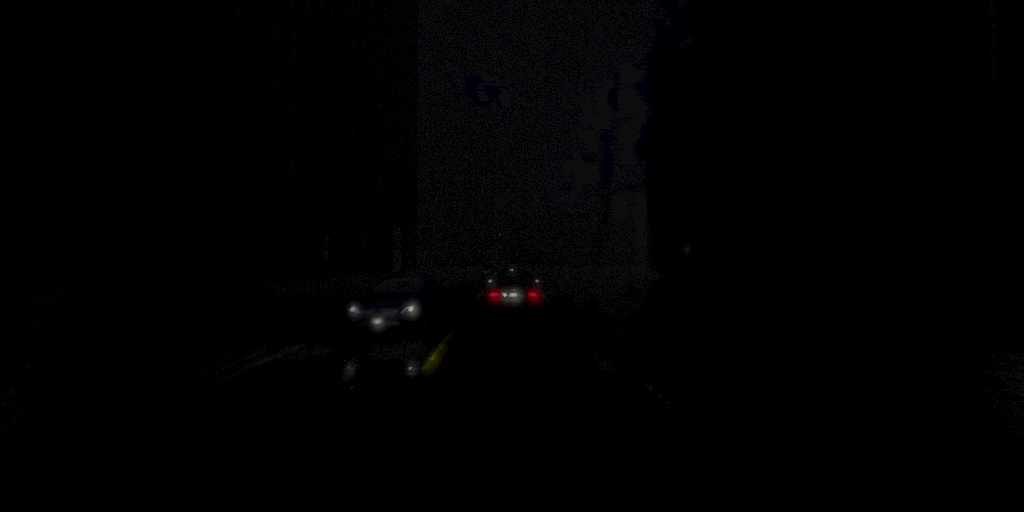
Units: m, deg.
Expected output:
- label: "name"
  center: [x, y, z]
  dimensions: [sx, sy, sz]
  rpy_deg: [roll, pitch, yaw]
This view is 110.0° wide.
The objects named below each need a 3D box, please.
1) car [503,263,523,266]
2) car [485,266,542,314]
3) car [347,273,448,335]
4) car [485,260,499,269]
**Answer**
- label: "car"
  center: [0.105, 1.303, 34.198]
  dimensions: [1.994, 1.385, 4.181]
  rpy_deg: [0, 0, 0]
- label: "car"
  center: [0.101, 1.281, 13.656]
  dimensions: [2.033, 1.411, 5.357]
  rpy_deg: [0, 0, 0]
- label: "car"
  center: [-3.097, 1.262, 10.627]
  dimensions: [1.812, 1.442, 4.674]
  rpy_deg: [0, 0, 0]
- label: "car"
  center: [-2.990, 1.293, 54.583]
  dimensions: [1.882, 1.535, 5.008]
  rpy_deg: [0, 0, 0]
